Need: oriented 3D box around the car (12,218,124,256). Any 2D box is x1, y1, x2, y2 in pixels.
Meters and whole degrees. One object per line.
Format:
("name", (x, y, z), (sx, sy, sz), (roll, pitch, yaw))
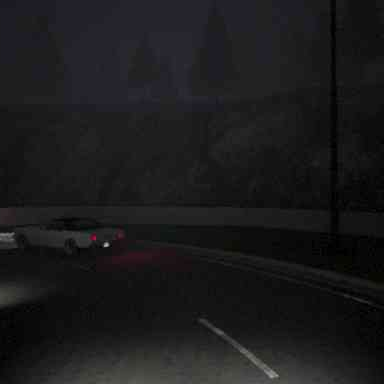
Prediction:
("car", (-5.165, 1.714, 13.612), (4.718, 1.301, 1.895), (0, -1, 29))
